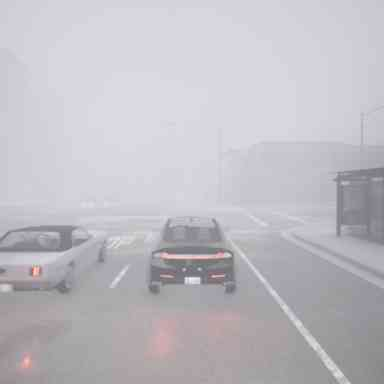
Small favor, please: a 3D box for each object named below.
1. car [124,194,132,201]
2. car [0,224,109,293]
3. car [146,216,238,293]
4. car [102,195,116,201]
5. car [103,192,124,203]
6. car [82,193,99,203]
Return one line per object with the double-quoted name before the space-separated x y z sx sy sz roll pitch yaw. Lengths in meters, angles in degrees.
"car" -13.643 1.106 68.834 2.128 1.511 4.902 0 0 -3
"car" -3.507 1.472 8.432 1.895 1.301 4.718 0 1 0
"car" -0.008 1.362 8.465 2.128 1.511 4.902 0 1 0
"car" -17.159 1.183 69.000 1.895 1.301 4.718 0 0 -3
"car" -12.822 0.821 53.932 2.097 1.767 4.553 0 0 -3
"car" -16.319 0.964 53.805 2.128 1.511 4.902 0 0 -3
